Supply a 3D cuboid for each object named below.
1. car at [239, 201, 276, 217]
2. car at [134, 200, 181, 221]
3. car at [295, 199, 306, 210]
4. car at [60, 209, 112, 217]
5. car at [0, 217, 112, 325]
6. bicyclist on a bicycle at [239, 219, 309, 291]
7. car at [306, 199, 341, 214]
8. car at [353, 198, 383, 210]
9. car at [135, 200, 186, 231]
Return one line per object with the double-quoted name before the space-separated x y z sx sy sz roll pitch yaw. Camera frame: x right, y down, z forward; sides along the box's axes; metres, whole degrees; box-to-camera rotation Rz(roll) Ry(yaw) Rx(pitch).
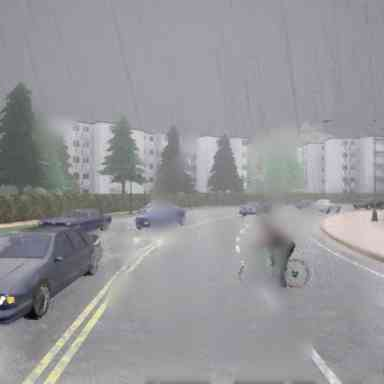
"car" 6.152 1.547 30.915 2.033 1.411 5.357 0 0 32
"car" -2.833 1.505 28.749 1.837 1.490 4.892 0 0 24
"car" 14.897 1.547 41.231 5.357 1.411 2.033 0 0 -41
"car" -6.136 1.601 17.938 1.895 1.301 4.718 0 0 11
"car" -3.546 1.547 7.615 2.033 1.411 5.357 0 0 1
"bicyclist on a bicycle" 1.883 1.453 7.702 1.656 1.620 0.582 -2 0 -1
"car" 14.370 1.525 35.740 1.812 1.442 4.674 0 0 42
"car" 22.676 1.491 42.525 4.902 1.511 2.128 0 0 -30
"car" -1.855 1.477 20.992 1.882 1.535 5.008 0 0 16
